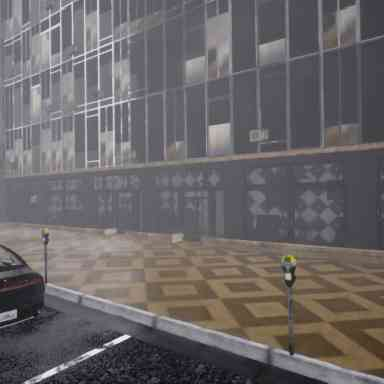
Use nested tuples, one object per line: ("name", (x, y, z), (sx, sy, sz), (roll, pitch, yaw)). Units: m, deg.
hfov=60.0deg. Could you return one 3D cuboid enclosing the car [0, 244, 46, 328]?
("car", (-4.424, 1.553, 6.062), (4.403, 1.369, 2.008), (0, -1, 36))
